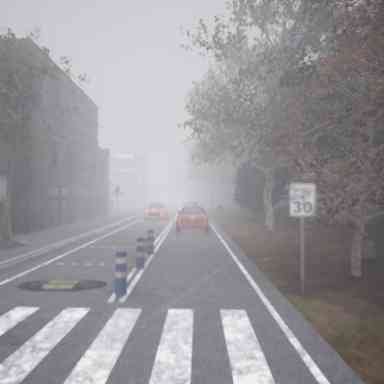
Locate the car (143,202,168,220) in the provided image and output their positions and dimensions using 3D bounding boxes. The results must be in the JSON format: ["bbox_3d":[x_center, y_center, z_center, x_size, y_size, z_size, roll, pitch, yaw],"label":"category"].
[{"bbox_3d":[-3.463,1.781,32.409,2.097,1.767,4.553,0,-1,0],"label":"car"}]

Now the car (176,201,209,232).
[{"bbox_3d":[0.034,1.684,22.844,2.097,1.767,4.553,0,-1,0],"label":"car"}]

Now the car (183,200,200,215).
[{"bbox_3d":[-0.098,1.917,41.901,2.097,1.767,4.553,0,-1,-1],"label":"car"}]
